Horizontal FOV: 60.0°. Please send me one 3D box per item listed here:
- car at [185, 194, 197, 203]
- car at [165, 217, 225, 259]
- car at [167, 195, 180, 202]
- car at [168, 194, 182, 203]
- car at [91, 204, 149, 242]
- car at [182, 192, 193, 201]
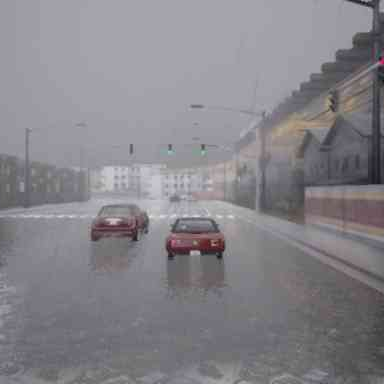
[{"bbox_3d":[0.004,1.568,70.823,1.895,1.301,4.718,0,0,-3],"label":"car"},{"bbox_3d":[0.107,1.597,12.501,1.895,1.301,4.718,0,0,0],"label":"car"},{"bbox_3d":[-4.388,1.474,78.869,1.837,1.490,4.892,0,0,-17],"label":"car"},{"bbox_3d":[-3.475,1.456,68.602,1.882,1.535,5.008,0,0,-3],"label":"car"},{"bbox_3d":[-3.392,1.347,16.453,2.097,1.767,4.553,0,0,0],"label":"car"},{"bbox_3d":[-1.253,1.064,80.748,2.150,2.045,5.566,0,0,-17],"label":"car"}]
